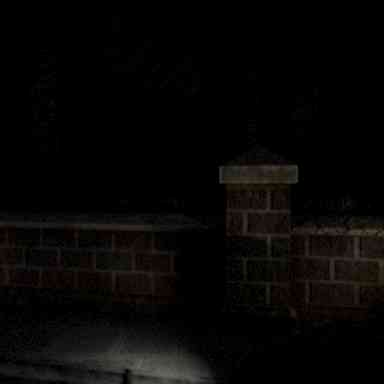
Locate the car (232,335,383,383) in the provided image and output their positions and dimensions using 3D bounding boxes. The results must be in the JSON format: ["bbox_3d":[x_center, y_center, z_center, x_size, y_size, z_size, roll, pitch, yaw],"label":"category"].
[{"bbox_3d":[2.550,1.527,2.035,4.674,1.442,1.812,0,0,11],"label":"car"}]
